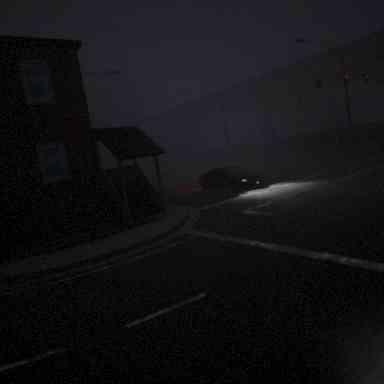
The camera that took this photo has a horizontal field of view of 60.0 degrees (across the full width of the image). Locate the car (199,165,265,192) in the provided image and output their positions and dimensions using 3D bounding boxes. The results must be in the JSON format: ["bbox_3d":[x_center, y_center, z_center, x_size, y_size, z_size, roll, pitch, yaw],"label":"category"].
[{"bbox_3d":[2.183,-0.833,19.811,1.812,1.442,4.674,-14,9,-33],"label":"car"}]
